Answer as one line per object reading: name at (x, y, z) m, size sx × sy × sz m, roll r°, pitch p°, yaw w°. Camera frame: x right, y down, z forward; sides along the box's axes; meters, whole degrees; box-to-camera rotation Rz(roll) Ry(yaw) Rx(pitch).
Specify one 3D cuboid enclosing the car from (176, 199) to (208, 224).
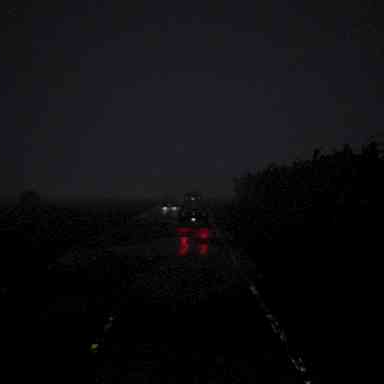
car at (0.093, 1.401, 22.894) m, size 1.895 × 1.301 × 4.718 m, roll 0°, pitch 1°, yaw 0°

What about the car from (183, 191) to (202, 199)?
car at (0.089, 0.856, 40.606) m, size 2.150 × 2.045 × 5.566 m, roll 0°, pitch 1°, yaw 0°

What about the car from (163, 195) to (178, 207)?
car at (-2.764, 1.161, 43.724) m, size 2.033 × 1.411 × 5.357 m, roll 0°, pitch 1°, yaw 0°
